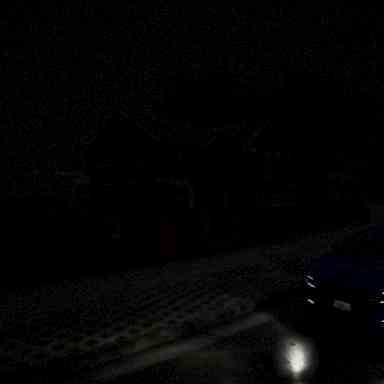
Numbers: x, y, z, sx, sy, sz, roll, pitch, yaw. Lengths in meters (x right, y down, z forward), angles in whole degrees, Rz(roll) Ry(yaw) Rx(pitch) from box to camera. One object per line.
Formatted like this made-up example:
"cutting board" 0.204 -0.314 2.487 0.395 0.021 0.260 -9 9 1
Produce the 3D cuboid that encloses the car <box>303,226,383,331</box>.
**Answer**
"car" 4.149 1.458 6.771 5.008 1.535 1.882 0 0 -42
